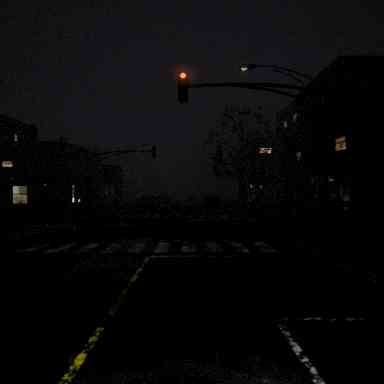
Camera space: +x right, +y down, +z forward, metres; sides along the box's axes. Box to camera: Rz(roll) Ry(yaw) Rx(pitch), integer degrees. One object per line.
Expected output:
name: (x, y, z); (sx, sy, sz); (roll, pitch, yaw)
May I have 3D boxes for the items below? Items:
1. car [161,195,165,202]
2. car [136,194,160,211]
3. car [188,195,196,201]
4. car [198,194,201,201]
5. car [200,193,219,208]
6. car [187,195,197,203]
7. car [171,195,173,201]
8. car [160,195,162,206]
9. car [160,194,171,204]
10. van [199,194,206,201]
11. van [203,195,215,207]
car: (-5.700, 1.569, 52.528); (1.802, 1.307, 4.206); (-1, 0, 0)
car: (-5.700, 1.305, 41.440); (2.192, 1.841, 5.009); (-1, 0, 0)
car: (-0.011, 1.428, 77.845); (1.994, 1.385, 4.181); (0, 0, 0)
car: (2.679, 1.534, 63.617); (2.008, 1.369, 4.403); (-1, 0, 0)
car: (2.679, 1.303, 46.985); (2.192, 1.841, 5.009); (-1, 0, 0)
car: (-0.010, 1.460, 67.394); (1.882, 1.535, 5.008); (0, 0, 0)
car: (-5.704, 1.297, 69.160); (2.192, 1.841, 5.009); (-1, 0, 0)
car: (-5.700, 1.533, 46.984); (1.887, 1.381, 4.507); (-1, 0, 0)
car: (-5.704, 1.299, 63.616); (2.192, 1.841, 5.009); (-1, 0, 0)
van: (2.674, 1.317, 85.793); (1.690, 1.788, 3.998); (-1, 0, 0)
van: (2.679, 1.328, 52.529); (1.690, 1.788, 3.998); (-1, 0, 0)
